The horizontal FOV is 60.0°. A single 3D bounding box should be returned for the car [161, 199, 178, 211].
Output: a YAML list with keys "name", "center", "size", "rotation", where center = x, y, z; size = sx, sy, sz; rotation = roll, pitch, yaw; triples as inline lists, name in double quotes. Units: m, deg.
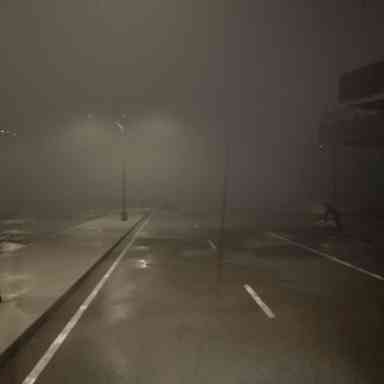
- name: "car"
  center: [-2.823, 1.601, 41.482]
  size: [1.994, 1.385, 4.181]
  rotation: [-1, 0, -3]

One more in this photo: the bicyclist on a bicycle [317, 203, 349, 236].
- name: "bicyclist on a bicycle"
  center: [6.877, 1.323, 16.386]
  size: [1.656, 1.620, 0.582]
  rotation: [-6, -10, -6]
